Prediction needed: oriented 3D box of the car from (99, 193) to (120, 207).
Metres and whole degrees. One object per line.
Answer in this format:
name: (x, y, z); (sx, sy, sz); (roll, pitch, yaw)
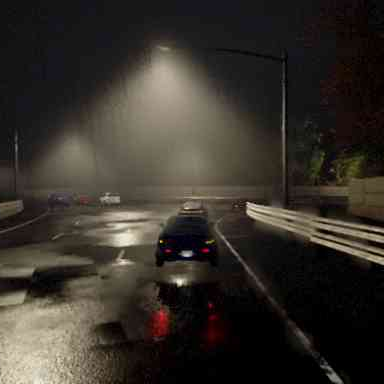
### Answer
car: (-12.578, 1.136, 50.721); (2.150, 2.045, 5.566); (0, 0, -27)

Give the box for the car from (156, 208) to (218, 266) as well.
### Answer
car: (-0.173, 1.498, 11.335); (1.812, 1.442, 4.674); (0, 0, -1)

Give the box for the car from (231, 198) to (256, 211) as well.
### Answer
car: (6.212, 1.410, 39.695); (1.812, 1.442, 4.674); (0, 0, 31)

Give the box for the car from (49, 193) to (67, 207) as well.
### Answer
car: (-20.345, 1.160, 50.432); (2.150, 2.045, 5.566); (0, 0, -29)

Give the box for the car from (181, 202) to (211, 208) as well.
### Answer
car: (0.226, 1.434, 23.196); (2.128, 1.511, 4.902); (0, 0, 6)

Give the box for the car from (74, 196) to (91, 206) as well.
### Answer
car: (-17.151, 1.403, 51.800); (1.882, 1.535, 5.008); (0, 0, -29)
